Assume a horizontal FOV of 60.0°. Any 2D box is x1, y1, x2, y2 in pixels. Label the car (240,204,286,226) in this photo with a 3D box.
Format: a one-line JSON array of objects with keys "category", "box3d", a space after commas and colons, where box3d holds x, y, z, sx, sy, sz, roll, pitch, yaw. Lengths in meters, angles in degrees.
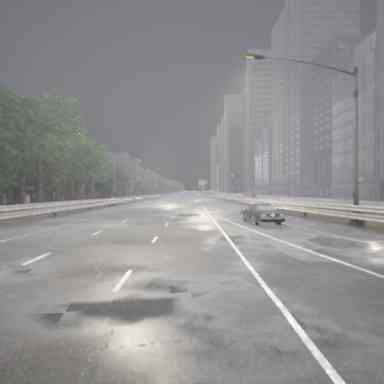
[{"category": "car", "box3d": [4.871, 1.536, 23.569, 2.033, 1.411, 5.357, 0, 0, -6]}]
